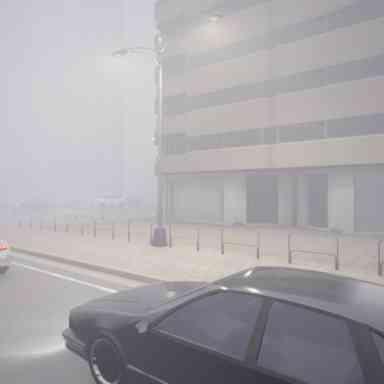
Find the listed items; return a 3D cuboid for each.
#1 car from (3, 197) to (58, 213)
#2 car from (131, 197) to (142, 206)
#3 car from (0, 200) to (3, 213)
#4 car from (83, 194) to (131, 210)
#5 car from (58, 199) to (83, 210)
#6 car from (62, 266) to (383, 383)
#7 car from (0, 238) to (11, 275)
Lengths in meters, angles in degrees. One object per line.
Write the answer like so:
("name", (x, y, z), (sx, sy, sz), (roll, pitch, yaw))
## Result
("car", (-17.967, 1.403, 37.159), (2.097, 1.767, 4.553), (0, 0, 37))
("car", (-10.219, 1.542, 53.103), (2.128, 1.511, 4.902), (0, 0, 38))
("car", (-22.752, 1.542, 36.685), (2.128, 1.511, 4.902), (0, 0, 38))
("car", (-11.527, 1.272, 45.642), (2.150, 2.045, 5.566), (0, 0, 37))
("car", (-16.769, 1.597, 44.532), (2.033, 1.411, 5.357), (0, 0, 37))
("car", (0.881, 1.547, 3.383), (5.357, 1.411, 2.033), (0, 0, 38))
("car", (-6.717, 1.524, 9.230), (4.674, 1.442, 1.812), (0, 0, 39))
